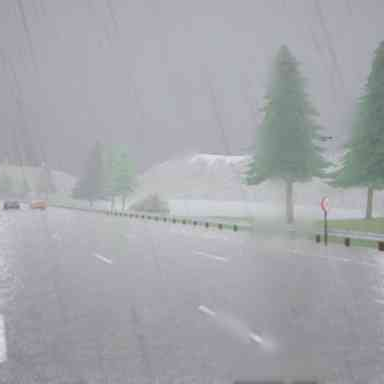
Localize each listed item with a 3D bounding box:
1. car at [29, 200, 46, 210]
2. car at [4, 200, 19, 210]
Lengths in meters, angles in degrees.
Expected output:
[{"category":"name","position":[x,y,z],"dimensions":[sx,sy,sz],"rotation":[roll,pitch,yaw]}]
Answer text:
[{"category":"car","position":[-24.866,2.049,53.513],"dimensions":[1.882,1.535,5.008],"rotation":[1,-1,-34]},{"category":"car","position":[-28.758,2.052,53.022],"dimensions":[2.128,1.511,4.902],"rotation":[1,-1,-34]}]
